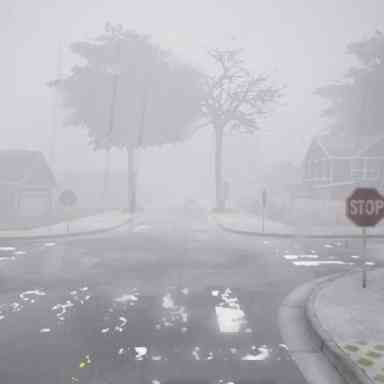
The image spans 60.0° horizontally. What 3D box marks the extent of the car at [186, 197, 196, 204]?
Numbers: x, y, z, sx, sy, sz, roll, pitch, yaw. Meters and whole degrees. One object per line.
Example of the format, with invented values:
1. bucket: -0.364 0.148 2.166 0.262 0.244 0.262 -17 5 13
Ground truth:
1. car: -0.167 1.592 66.633 1.895 1.301 4.718 0 0 0

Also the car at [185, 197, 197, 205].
1. car: -0.142 1.518 56.601 1.812 1.442 4.674 0 0 0
